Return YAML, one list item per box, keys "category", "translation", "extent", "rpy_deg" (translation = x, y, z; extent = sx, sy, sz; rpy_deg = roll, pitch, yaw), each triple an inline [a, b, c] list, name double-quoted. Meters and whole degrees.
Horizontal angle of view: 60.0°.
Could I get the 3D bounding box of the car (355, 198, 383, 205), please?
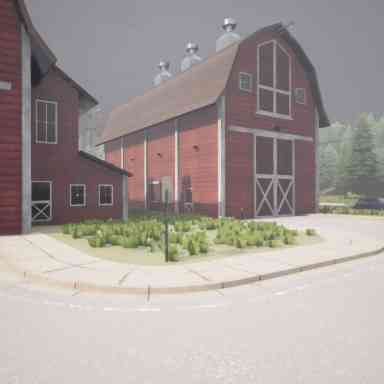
- category: "car"
  translation: [20.164, 1.390, 36.118]
  extent: [2.097, 1.767, 4.553]
  rpy_deg: [0, -1, -34]
